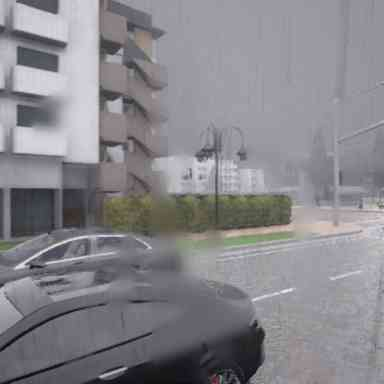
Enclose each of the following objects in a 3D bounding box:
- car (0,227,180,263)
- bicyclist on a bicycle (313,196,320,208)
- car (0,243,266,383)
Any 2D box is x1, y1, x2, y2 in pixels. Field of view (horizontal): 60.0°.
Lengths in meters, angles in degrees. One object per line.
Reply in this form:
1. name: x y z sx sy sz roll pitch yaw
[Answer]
1. car: -2.437 1.491 6.543 4.902 1.511 2.128 0 0 -35
2. bicyclist on a bicycle: 16.370 1.297 43.654 1.656 1.620 0.582 0 0 -38
3. car: -1.312 1.526 3.035 4.674 1.442 1.812 0 0 -36
